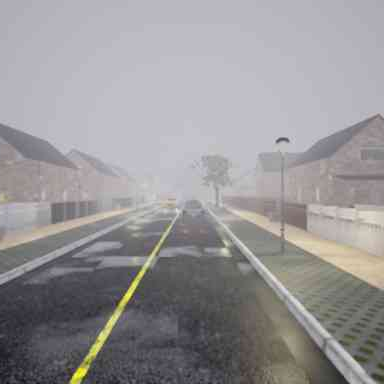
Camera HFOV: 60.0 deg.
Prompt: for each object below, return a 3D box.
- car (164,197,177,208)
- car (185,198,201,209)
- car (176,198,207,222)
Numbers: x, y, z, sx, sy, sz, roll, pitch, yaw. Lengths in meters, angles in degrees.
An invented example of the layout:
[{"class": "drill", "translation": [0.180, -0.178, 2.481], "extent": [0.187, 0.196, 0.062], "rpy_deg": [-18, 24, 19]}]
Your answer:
[{"class": "car", "translation": [-2.808, 1.446, 46.534], "extent": [1.882, 1.535, 5.008], "rpy_deg": [0, 0, 0]}, {"class": "car", "translation": [0.124, 1.526, 44.264], "extent": [1.994, 1.385, 4.181], "rpy_deg": [0, 0, 0]}, {"class": "car", "translation": [0.114, 1.430, 25.539], "extent": [2.128, 1.511, 4.902], "rpy_deg": [0, 0, 0]}]
